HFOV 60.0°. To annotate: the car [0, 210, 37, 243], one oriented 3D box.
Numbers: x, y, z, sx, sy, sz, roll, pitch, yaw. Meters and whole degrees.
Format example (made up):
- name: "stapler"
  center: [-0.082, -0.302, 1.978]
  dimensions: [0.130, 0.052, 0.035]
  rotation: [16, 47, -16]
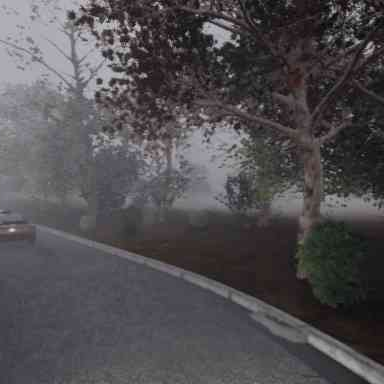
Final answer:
- name: "car"
  center: [-8.486, 1.505, 15.008]
  dimensions: [1.994, 1.385, 4.181]
  rotation: [0, 0, -39]
